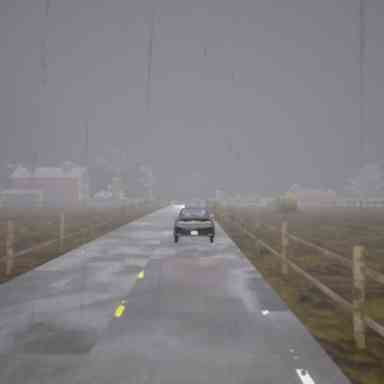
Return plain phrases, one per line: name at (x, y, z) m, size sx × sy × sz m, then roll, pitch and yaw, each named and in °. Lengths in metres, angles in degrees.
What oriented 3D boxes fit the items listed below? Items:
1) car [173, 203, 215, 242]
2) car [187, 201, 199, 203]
car at (0.101, 1.519, 16.493) m, size 2.128 × 1.511 × 4.902 m, roll 0°, pitch 0°, yaw 0°
car at (0.103, 1.692, 35.595) m, size 2.033 × 1.411 × 5.357 m, roll 0°, pitch -1°, yaw 0°
